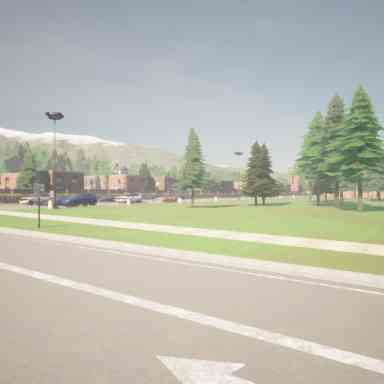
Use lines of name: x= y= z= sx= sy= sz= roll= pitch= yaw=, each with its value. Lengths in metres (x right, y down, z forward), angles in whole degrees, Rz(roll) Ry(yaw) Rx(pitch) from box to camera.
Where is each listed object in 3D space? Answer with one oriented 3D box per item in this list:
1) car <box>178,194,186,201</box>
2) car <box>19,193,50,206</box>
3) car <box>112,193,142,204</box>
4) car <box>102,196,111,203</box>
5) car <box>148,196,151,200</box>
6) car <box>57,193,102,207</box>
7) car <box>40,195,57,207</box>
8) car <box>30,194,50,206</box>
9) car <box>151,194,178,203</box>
car: x=-3.234 y=1.273 z=76.445 sx=1.812 sy=1.442 sz=4.674 roll=0 pitch=0 yaw=35
car: x=-26.054 y=1.213 z=56.142 sx=2.150 sy=2.045 sz=5.566 roll=0 pitch=1 yaw=36
car: x=-12.035 y=1.222 z=63.938 sx=2.150 sy=2.045 sz=5.566 roll=0 pitch=0 yaw=35
car: x=-17.434 y=1.525 z=68.341 sx=2.128 sy=1.511 sz=4.902 roll=0 pitch=0 yaw=35
car: x=-8.677 y=1.184 z=80.876 sx=1.882 sy=1.535 sz=5.008 roll=0 pitch=0 yaw=35
car: x=-17.058 y=1.215 z=50.713 sx=2.150 sy=2.045 sz=5.566 roll=0 pitch=1 yaw=35
car: x=-20.563 y=1.546 z=51.808 sx=2.033 sy=1.411 sz=5.357 roll=0 pitch=0 yaw=35
car: x=-22.977 y=1.547 z=54.458 sx=2.033 sy=1.411 sz=5.357 roll=0 pitch=0 yaw=35
car: x=-5.513 y=1.351 z=67.107 sx=2.097 sy=1.767 sz=4.553 roll=0 pitch=0 yaw=35
